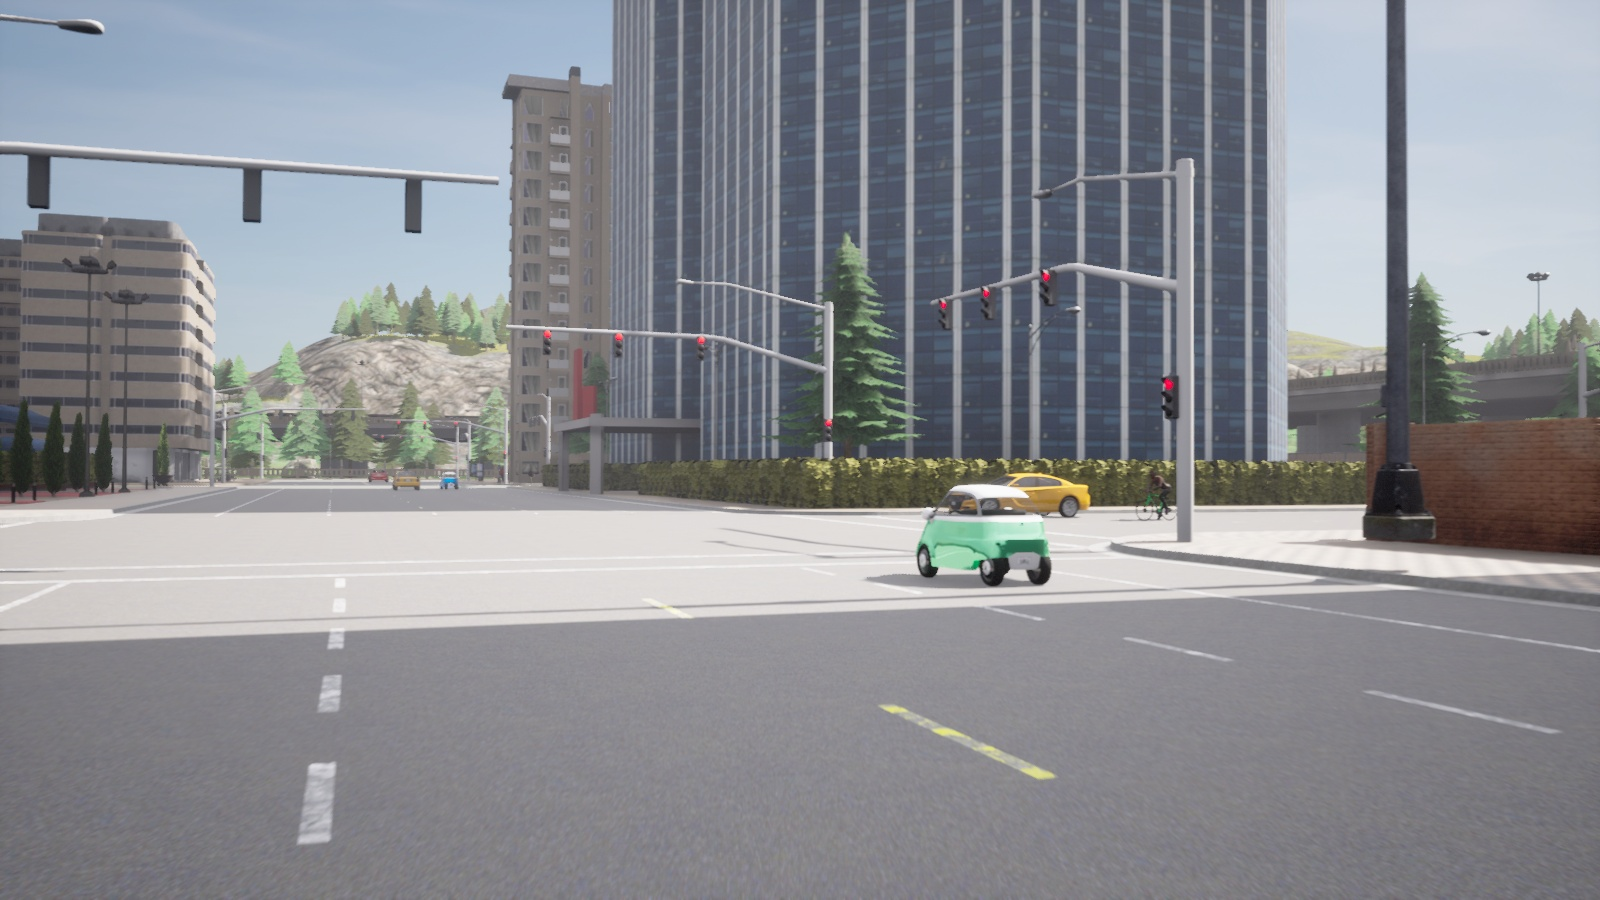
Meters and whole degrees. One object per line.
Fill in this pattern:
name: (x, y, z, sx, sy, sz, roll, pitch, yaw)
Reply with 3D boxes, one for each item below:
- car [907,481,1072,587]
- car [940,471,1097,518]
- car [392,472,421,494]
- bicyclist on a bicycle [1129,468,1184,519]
car: (2.688, 1.162, 18.172, 1.481, 1.376, 2.207, 0, -1, -20)
car: (7.502, 1.483, 43.137, 5.008, 1.535, 1.882, 0, -1, -20)
car: (-29.405, 2.439, 93.783, 1.801, 1.575, 5.366, 0, -1, -20)
bicyclist on a bicycle: (11.611, 1.404, 40.914, 1.656, 1.620, 0.582, 0, -1, -20)
